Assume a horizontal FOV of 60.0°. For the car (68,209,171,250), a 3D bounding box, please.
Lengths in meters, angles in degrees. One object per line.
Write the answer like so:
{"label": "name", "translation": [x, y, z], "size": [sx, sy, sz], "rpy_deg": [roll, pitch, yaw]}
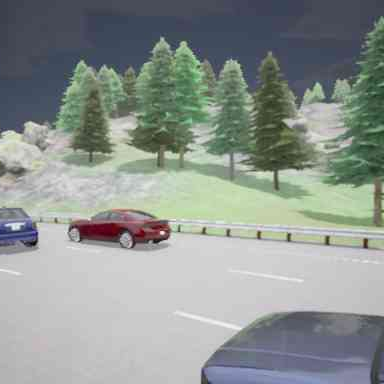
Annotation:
{"label": "car", "translation": [-3.249, 1.463, 14.411], "size": [5.008, 1.535, 1.882], "rpy_deg": [0, 0, 33]}

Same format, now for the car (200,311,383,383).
{"label": "car", "translation": [2.600, 1.540, 2.097], "size": [5.357, 1.411, 2.033], "rpy_deg": [0, 0, 35]}

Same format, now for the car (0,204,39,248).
{"label": "car", "translation": [-8.330, 1.347, 13.430], "size": [4.553, 1.767, 2.097], "rpy_deg": [0, 0, 32]}
